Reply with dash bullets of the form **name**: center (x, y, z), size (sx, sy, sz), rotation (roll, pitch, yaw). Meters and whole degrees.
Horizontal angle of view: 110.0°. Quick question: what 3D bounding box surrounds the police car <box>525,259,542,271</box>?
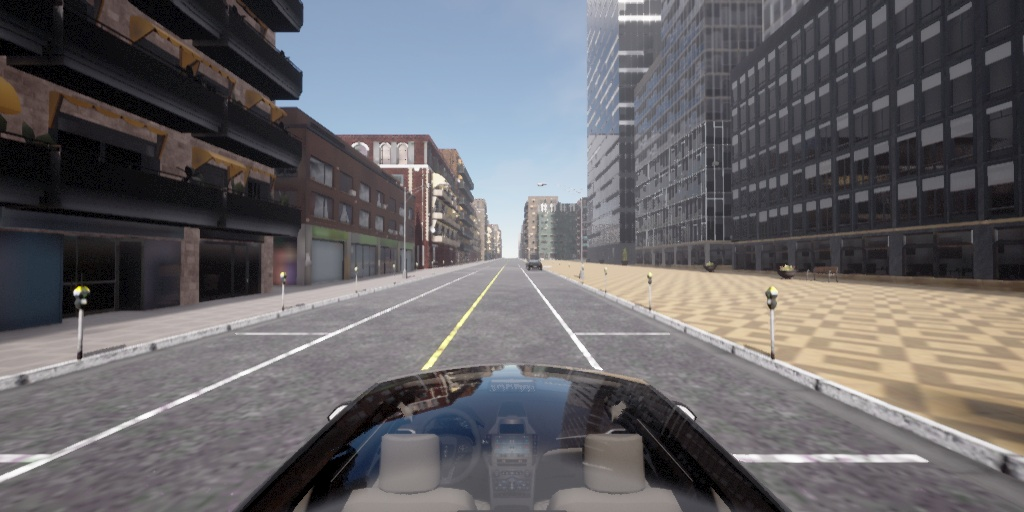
- **police car**: center (3.134, 1.169, 50.317), size (1.930, 1.638, 5.238), rotation (0, 0, 0)
